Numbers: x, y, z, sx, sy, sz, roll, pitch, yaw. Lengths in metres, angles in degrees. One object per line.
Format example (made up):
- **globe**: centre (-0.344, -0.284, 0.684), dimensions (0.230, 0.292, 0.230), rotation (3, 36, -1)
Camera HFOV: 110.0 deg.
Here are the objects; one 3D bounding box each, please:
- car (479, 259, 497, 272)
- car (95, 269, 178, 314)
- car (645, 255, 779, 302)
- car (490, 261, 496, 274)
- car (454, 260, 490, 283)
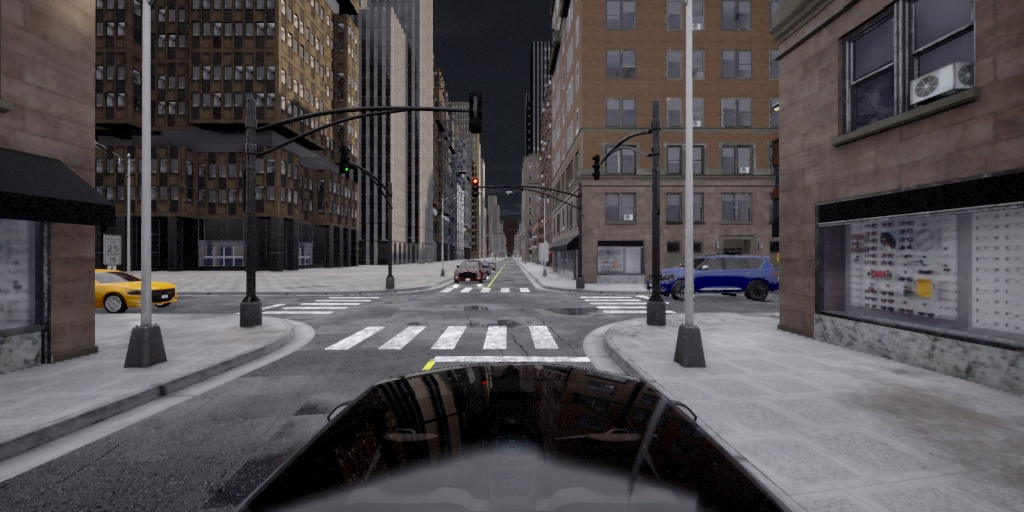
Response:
- **car**: centre (-3.183, 1.243, 48.516), dimensions (2.128, 1.511, 4.902), rotation (0, 0, 0)
- **car**: centre (-15.367, 1.232, 13.272), dimensions (5.008, 1.535, 1.882), rotation (0, 0, 0)
- **car**: centre (9.199, 0.973, 16.692), dimensions (5.566, 2.045, 2.150), rotation (0, 0, -1)
- **car**: centre (-3.171, 1.299, 38.098), dimensions (2.033, 1.411, 5.357), rotation (0, 0, 0)
- **car**: centre (-3.156, 1.103, 27.840), dimensions (2.097, 1.767, 4.553), rotation (0, 0, 0)
